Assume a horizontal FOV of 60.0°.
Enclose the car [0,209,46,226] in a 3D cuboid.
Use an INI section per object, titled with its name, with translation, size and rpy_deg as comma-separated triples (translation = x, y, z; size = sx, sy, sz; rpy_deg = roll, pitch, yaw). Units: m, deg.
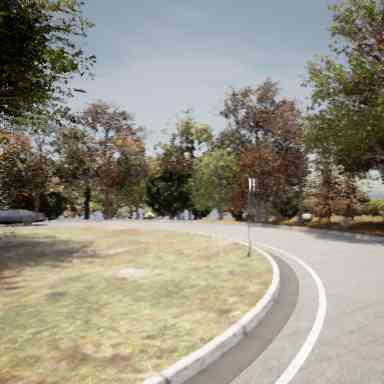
[car]
translation = -15.032, 2.126, 27.537
size = 5.357, 1.411, 2.033
rpy_deg = 0, -1, -19
